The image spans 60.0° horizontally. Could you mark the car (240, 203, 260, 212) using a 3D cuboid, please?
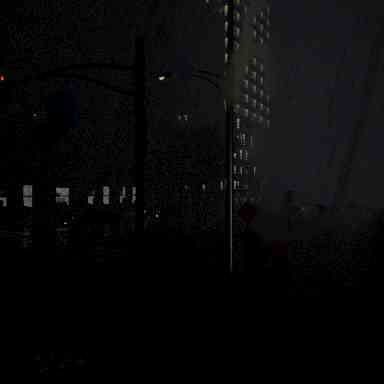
[{"bbox_3d":[8.908,2.393,50.979,1.812,1.442,4.674,0,-1,33],"label":"car"}]

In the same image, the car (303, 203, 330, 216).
[{"bbox_3d":[16.973,2.376,45.239,1.837,1.490,4.892,0,-1,33],"label":"car"}]

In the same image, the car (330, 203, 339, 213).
[{"bbox_3d":[22.503,2.529,53.853,1.882,1.535,5.008,0,-1,33],"label":"car"}]

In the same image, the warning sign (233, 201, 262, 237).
[{"bbox_3d":[3.104,1.454,18.559,1.300,1.860,1.060,1,1,33],"label":"warning sign"}]

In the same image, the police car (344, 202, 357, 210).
[{"bbox_3d":[31.466,2.739,65.857,1.930,1.638,5.238,0,-1,33],"label":"police car"}]

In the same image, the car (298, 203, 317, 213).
[{"bbox_3d":[19.106,2.534,54.750,1.837,1.490,4.892,0,-1,33],"label":"car"}]

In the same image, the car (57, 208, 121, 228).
[{"bbox_3d":[-7.712,1.921,25.252,1.895,1.301,4.718,0,-1,33],"label":"car"}]

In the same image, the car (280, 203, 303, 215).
[{"bbox_3d":[13.919,2.459,46.590,1.895,1.301,4.718,0,-1,33],"label":"car"}]

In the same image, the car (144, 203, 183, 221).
[{"bbox_3d":[-2.793,1.839,32.897,2.097,1.767,4.553,0,-1,33],"label":"car"}]
